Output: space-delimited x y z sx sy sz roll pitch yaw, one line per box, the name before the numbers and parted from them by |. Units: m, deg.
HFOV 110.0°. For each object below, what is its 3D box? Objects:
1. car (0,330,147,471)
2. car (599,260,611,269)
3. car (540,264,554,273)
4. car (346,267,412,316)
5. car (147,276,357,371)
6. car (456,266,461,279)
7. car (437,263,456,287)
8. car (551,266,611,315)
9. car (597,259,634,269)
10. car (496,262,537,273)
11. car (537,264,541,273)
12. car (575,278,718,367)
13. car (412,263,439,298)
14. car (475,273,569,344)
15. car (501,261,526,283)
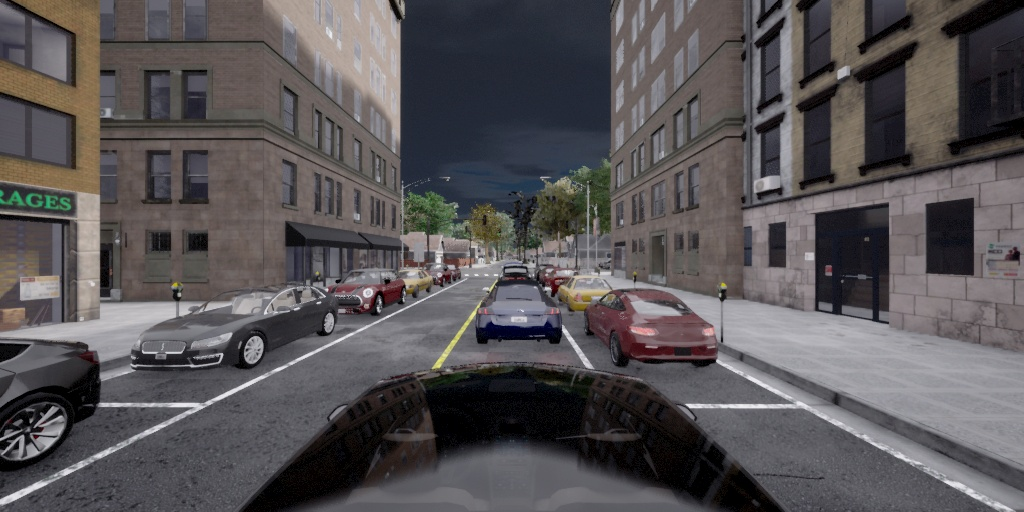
car | -5.393 1.316 2.154 1.948 1.339 4.313 0 0 0
car | 14.997 1.168 49.357 4.902 1.511 2.128 0 0 0
car | 2.723 1.300 18.668 1.888 1.381 4.507 0 0 0
car | -5.332 1.192 13.190 1.967 1.591 4.097 0 0 0
car | -5.363 1.301 7.672 2.007 1.370 4.403 0 0 0
car | -5.242 1.343 29.747 1.802 1.307 4.207 0 0 0
car | -5.272 1.198 24.228 1.967 1.591 4.097 0 0 0
car | 2.694 1.278 13.320 1.751 1.417 4.829 0 0 0
car | 15.193 1.181 52.614 4.892 1.490 1.837 0 0 0
car | 0.189 1.260 19.592 1.837 1.490 4.892 0 0 0
car | 2.753 1.340 24.186 1.802 1.307 4.207 0 0 0
car | 2.662 1.332 7.631 1.802 1.307 4.207 0 0 0
car | -5.303 1.280 18.539 1.751 1.417 4.829 0 0 0
car | 0.142 1.315 9.607 1.994 1.385 4.181 0 0 0
car | 0.136 1.239 29.278 1.882 1.535 5.008 0 0 0
